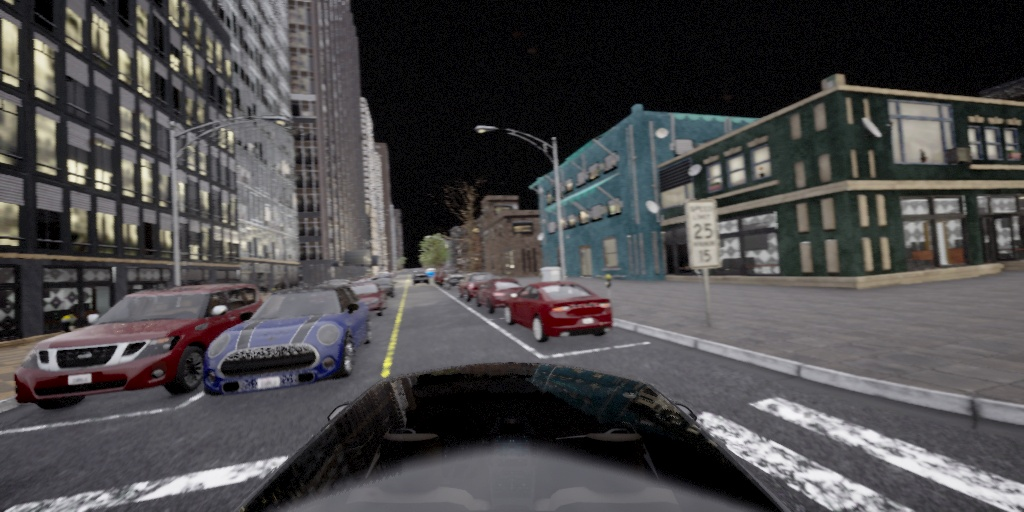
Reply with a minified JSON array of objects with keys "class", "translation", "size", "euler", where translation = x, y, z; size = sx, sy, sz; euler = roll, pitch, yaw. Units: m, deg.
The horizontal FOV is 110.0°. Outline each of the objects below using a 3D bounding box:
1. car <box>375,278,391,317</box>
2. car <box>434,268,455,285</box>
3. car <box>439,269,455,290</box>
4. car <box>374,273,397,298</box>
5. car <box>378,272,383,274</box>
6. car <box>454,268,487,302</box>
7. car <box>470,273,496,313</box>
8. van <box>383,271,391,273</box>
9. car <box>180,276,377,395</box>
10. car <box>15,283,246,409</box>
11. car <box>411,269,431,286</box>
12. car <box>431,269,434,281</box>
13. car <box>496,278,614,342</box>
[{"class":"car","translation":[-6.820,1.957,16.518],"size":[1.812,1.442,4.674],"euler":[-3,-1,-16]},{"class":"car","translation":[-6.417,2.129,36.614],"size":[2.192,1.841,5.009],"euler":[0,0,-16]},{"class":"car","translation":[-4.918,2.167,31.279],"size":[2.007,1.370,4.403],"euler":[0,0,-16]},{"class":"car","translation":[-9.643,2.313,26.599],"size":[1.837,1.490,4.892],"euler":[-3,-1,-16]},{"class":"car","translation":[-17.469,3.201,45.010],"size":[1.888,1.381,4.507],"euler":[0,0,-16]},{"class":"car","translation":[-1.920,1.656,20.607],"size":[1.967,1.591,4.097],"euler":[0,0,-16]},{"class":"car","translation":[-0.421,1.596,15.268],"size":[1.802,1.307,4.207],"euler":[0,0,-16]},{"class":"van","translation":[-21.967,3.577,61.020],"size":[1.690,1.789,3.998],"euler":[0,0,-16]},{"class":"car","translation":[-4.388,1.454,7.748],"size":[2.097,1.767,4.553],"euler":[-3,-1,-15]},{"class":"car","translation":[-6.974,1.575,7.654],"size":[2.192,1.841,5.009],"euler":[0,0,-16]},{"class":"car","translation":[-10.848,2.709,42.675],"size":[1.837,1.490,4.892],"euler":[-3,-1,-16]},{"class":"car","translation":[-7.917,2.326,41.953],"size":[2.192,1.841,5.009],"euler":[0,0,-16]},{"class":"car","translation":[1.078,1.358,9.933],"size":[1.888,1.381,4.507],"euler":[0,0,-16]}]
